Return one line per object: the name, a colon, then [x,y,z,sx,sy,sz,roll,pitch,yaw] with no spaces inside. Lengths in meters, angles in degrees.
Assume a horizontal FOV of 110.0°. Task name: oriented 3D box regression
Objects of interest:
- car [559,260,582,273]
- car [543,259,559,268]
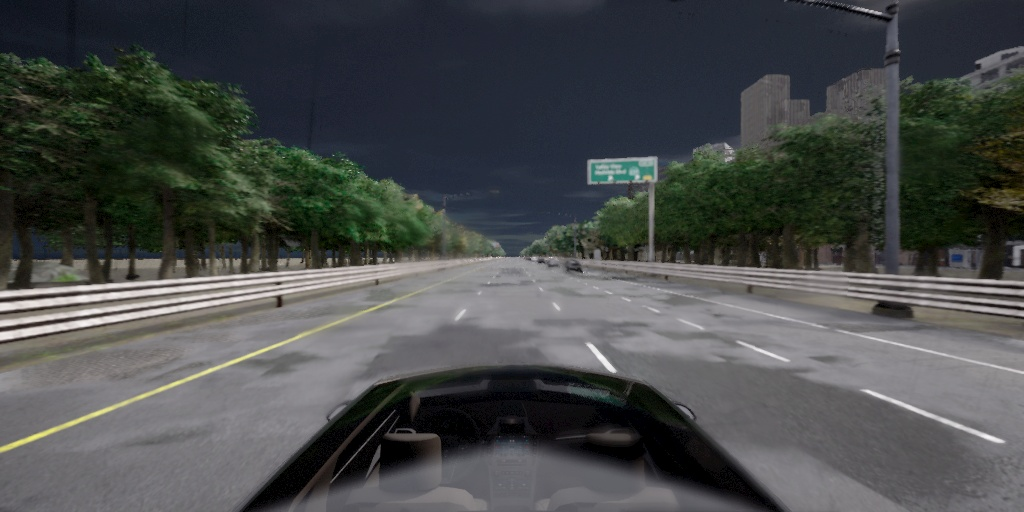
car: [7.058,1.250,42.334,1.837,1.490,4.892,0,0,0]
car: [7.095,1.295,62.266,1.994,1.385,4.181,0,0,0]
